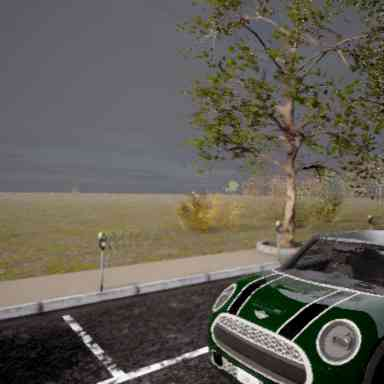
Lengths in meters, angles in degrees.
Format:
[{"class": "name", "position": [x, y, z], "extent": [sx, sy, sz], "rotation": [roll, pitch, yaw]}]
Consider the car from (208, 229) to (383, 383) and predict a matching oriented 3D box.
[{"class": "car", "position": [2.417, 1.394, 4.801], "extent": [4.553, 1.767, 2.097], "rotation": [1, 0, -36]}]
